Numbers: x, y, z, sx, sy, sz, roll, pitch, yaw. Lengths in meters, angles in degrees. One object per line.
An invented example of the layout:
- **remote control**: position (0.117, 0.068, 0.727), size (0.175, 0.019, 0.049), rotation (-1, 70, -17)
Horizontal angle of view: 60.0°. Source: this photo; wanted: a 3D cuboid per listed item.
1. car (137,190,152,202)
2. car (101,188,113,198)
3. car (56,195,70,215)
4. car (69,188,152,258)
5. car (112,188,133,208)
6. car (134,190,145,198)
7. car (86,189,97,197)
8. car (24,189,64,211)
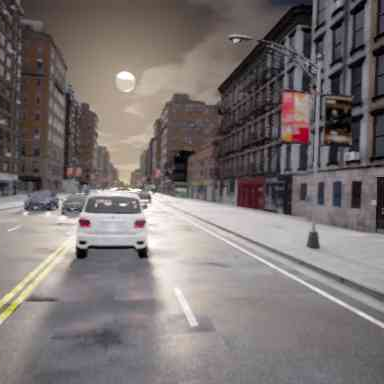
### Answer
- **car**: position (-7.650, 0.602, 53.379), size (2.097, 1.767, 4.553), rotation (2, 0, -11)
- **car**: position (-16.898, 0.159, 66.117), size (2.097, 1.767, 4.553), rotation (2, 1, -11)
- **car**: position (-9.156, 0.949, 26.525), size (1.837, 1.490, 4.892), rotation (2, 1, -11)
- **car**: position (-2.771, 1.017, 12.029), size (2.150, 2.045, 5.566), rotation (2, 1, -11)
- **car**: position (-7.817, 0.611, 37.522), size (2.150, 2.045, 5.566), rotation (2, 0, -11)
- **car**: position (-11.268, 0.489, 71.111), size (2.128, 1.511, 4.902), rotation (2, 1, -11)
- **car**: position (-20.777, 0.148, 68.968), size (1.812, 1.442, 4.674), rotation (2, 1, -11)
- **car**: position (-12.919, 0.644, 28.846), size (2.097, 1.767, 4.553), rotation (2, 1, -11)
